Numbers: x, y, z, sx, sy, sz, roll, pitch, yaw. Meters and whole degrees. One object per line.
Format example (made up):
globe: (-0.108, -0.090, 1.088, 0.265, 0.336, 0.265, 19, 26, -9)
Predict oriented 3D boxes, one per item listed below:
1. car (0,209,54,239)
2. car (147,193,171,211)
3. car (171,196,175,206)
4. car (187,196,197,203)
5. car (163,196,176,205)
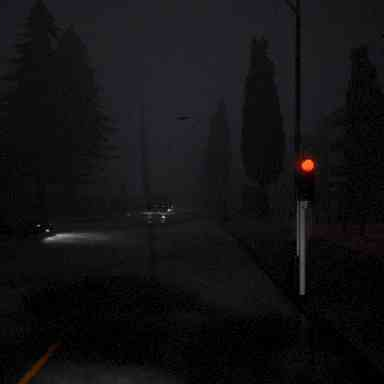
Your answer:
car: (-9.910, 1.547, 16.661, 5.357, 1.411, 2.033, 0, 0, -1)
car: (-4.138, 1.221, 40.804, 2.150, 2.045, 5.566, 0, 0, 0)
car: (-4.133, 1.221, 51.240, 2.150, 2.045, 5.566, 0, 0, 0)
car: (-0.014, 1.545, 72.333, 2.097, 1.767, 4.553, 0, 0, 0)
car: (-4.086, 1.547, 61.943, 2.033, 1.411, 5.357, 0, 0, 0)
